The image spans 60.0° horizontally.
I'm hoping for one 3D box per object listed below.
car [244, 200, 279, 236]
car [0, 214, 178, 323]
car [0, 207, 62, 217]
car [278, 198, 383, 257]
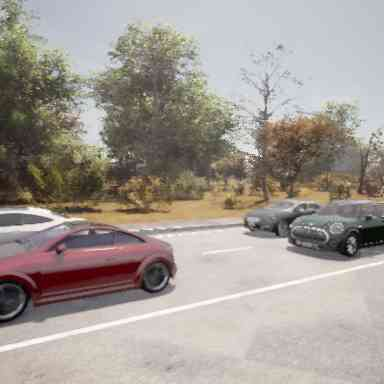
[{"bbox_3d":[4.568,1.095,15.434,4.902,1.511,2.128,0,2,-34],"label":"car"},{"bbox_3d":[-2.370,1.305,6.617,4.181,1.385,1.994,0,2,-34],"label":"car"},{"bbox_3d":[-5.148,1.141,8.972,4.674,1.442,1.812,0,2,-34],"label":"car"},{"bbox_3d":[5.557,1.085,11.881,4.553,1.767,2.097,0,2,-34],"label":"car"}]
